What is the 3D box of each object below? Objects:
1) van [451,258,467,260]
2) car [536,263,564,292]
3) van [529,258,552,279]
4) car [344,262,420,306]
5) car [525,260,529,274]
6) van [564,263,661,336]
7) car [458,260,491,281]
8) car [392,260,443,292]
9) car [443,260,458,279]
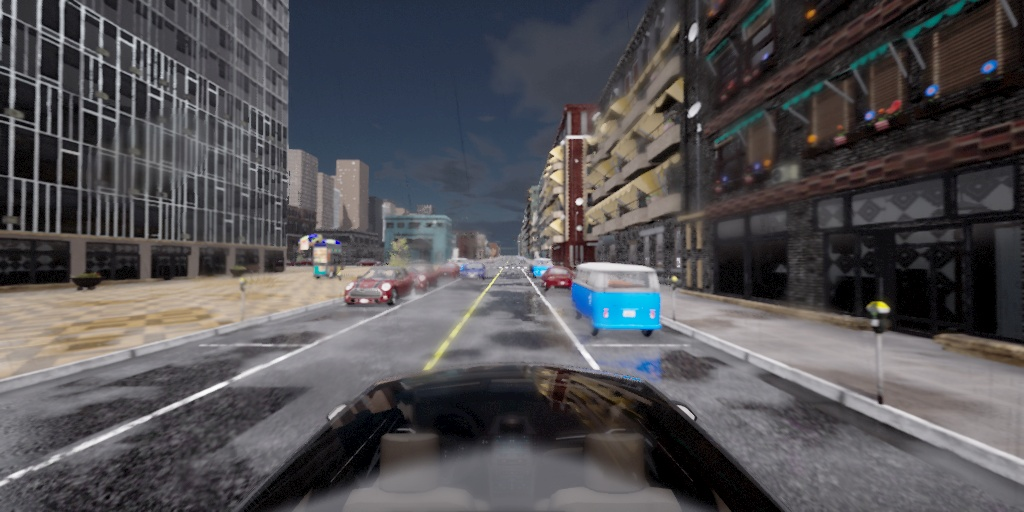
[{"bbox_3d":[-5.652,1.108,38.317,1.690,1.789,3.998,0,0,0],"label":"van"},{"bbox_3d":[2.695,1.309,21.412,1.888,1.381,4.507,0,0,0],"label":"car"},{"bbox_3d":[2.696,1.108,32.704,1.690,1.789,3.998,0,0,0],"label":"van"},{"bbox_3d":[-5.660,1.201,15.734,1.967,1.591,4.097,0,0,0],"label":"car"},{"bbox_3d":[2.696,1.333,38.350,1.948,1.339,4.313,0,0,0],"label":"car"},{"bbox_3d":[2.693,1.098,10.117,1.690,1.789,3.998,0,0,0],"label":"van"},{"bbox_3d":[-3.094,1.292,30.390,1.812,1.442,4.674,0,0,0],"label":"car"},{"bbox_3d":[-5.654,1.204,21.380,1.967,1.591,4.097,0,0,0],"label":"car"},{"bbox_3d":[-5.652,1.312,32.671,1.888,1.381,4.507,0,0,0],"label":"car"}]
